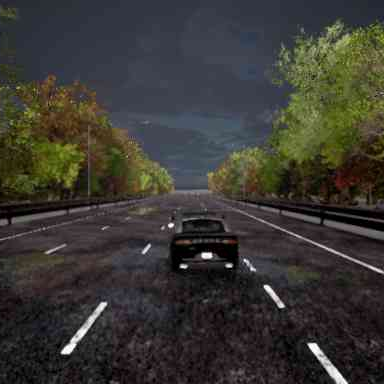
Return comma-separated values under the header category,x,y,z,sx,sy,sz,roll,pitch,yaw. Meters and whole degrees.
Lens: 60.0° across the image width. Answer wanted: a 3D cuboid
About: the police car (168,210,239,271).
category,x,y,z,sx,sy,sz,roll,pitch,yaw
police car,0.255,1.412,10.954,1.930,1.638,5.238,0,0,-3
